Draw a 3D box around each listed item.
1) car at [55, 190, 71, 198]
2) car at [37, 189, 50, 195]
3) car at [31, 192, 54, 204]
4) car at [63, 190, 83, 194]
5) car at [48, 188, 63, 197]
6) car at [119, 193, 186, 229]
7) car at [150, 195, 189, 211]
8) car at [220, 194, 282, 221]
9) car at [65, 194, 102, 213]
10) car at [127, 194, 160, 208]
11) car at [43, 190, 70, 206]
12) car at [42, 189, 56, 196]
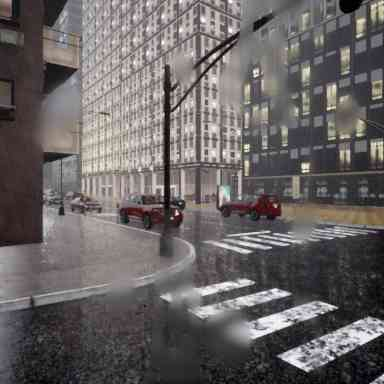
[{"bbox_3d":[-25.147,0.310,64.693,1.887,1.381,4.507,1,0,-36],"label":"car"},{"bbox_3d":[-34.930,-0.011,78.155,1.887,1.381,4.507,1,0,-36],"label":"car"},{"bbox_3d":[-18.843,0.752,41.762,1.802,1.307,4.206,2,0,-36],"label":"car"},{"bbox_3d":[-17.684,0.576,49.993,1.837,1.490,4.892,0,1,-36],"label":"car"},{"bbox_3d":[-28.404,0.099,69.179,1.967,1.590,4.097,1,0,-36],"label":"car"},{"bbox_3d":[-2.534,1.008,19.330,2.192,1.841,5.009,2,0,-36],"label":"car"},{"bbox_3d":[-2.320,1.070,33.281,1.947,1.339,4.313,1,0,-36],"label":"car"},{"bbox_3d":[4.208,1.027,24.305,2.192,1.841,5.009,1,0,-36],"label":"car"},{"bbox_3d":[-9.062,1.067,28.303,1.802,1.307,4.206,2,0,-36],"label":"car"},{"bbox_3d":[-5.582,0.966,37.768,1.947,1.339,4.313,1,0,-36],"label":"car"},{"bbox_3d":[-15.582,0.827,37.276,2.008,1.369,4.403,2,0,-36],"label":"car"},{"bbox_3d":[-31.668,0.097,73.667,1.887,1.381,4.507,1,0,-36],"label":"car"}]
